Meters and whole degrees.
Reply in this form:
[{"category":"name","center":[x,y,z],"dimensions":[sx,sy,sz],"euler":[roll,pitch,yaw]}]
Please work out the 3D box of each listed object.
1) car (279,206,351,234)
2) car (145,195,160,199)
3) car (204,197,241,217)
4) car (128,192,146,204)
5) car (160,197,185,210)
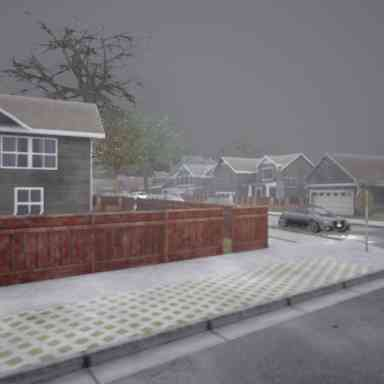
[{"category":"car","center":[6.781,1.511,18.781],"dimensions":[1.994,1.385,4.181],"euler":[0,0,-21]},{"category":"car","center":[-5.050,1.411,51.090],"dimensions":[1.895,1.301,4.718],"euler":[0,0,-28]},{"category":"car","center":[2.594,1.248,28.669],"dimensions":[2.097,1.767,4.553],"euler":[0,0,-25]},{"category":"car","center":[-9.825,0.994,59.769],"dimensions":[2.150,2.045,5.566],"euler":[0,0,-30]},{"category":"car","center":[-1.721,1.376,38.018],"dimensions":[1.812,1.442,4.674],"euler":[0,0,-26]}]
